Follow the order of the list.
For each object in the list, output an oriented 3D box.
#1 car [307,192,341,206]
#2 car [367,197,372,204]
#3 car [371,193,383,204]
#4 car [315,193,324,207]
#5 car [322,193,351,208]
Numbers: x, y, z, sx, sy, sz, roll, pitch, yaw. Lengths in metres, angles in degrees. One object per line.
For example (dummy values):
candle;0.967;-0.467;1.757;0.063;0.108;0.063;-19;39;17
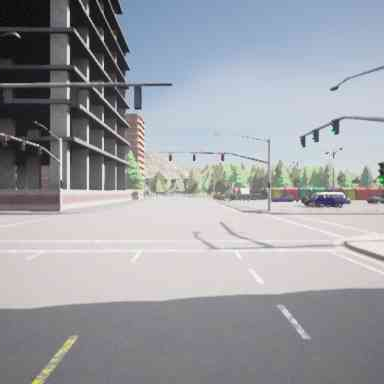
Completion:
car;24.323;1.176;61.209;4.605;1.855;1.932;0;0;0
car;39.418;1.389;69.710;3.905;1.438;1.784;0;0;0
car;39.364;1.178;66.814;4.605;1.855;1.932;0;0;0
car;24.383;1.386;58.526;3.905;1.438;1.784;0;0;0
car;24.392;1.417;55.631;3.806;1.475;1.970;0;0;0
